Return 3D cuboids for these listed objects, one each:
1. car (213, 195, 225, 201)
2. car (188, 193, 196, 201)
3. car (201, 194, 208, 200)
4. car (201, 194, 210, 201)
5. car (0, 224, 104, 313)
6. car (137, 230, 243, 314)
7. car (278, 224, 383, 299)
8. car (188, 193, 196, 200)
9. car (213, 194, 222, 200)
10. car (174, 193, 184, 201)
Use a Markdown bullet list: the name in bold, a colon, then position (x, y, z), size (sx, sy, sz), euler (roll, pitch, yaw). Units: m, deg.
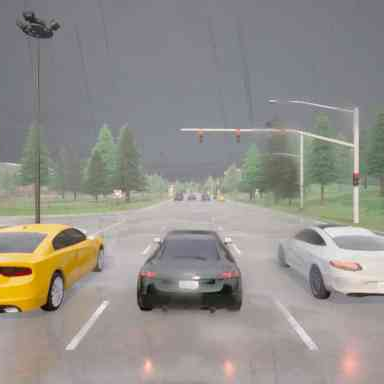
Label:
- **car**: position (7.005, 1.469, 81.691), size (1.882, 1.535, 5.008), euler (0, 0, 0)
- **car**: position (0.005, 1.347, 82.078), size (2.097, 1.767, 4.553), euler (0, 0, 0)
- **car**: position (3.506, 1.332, 92.111), size (1.837, 1.490, 4.892), euler (0, 0, 0)
- **car**: position (3.505, 1.544, 82.108), size (1.994, 1.385, 4.181), euler (0, 0, 0)
- **car**: position (-3.487, 1.478, 7.761), size (1.882, 1.535, 5.008), euler (0, 0, 0)
- **car**: position (0.002, 1.564, 7.732), size (1.994, 1.385, 4.181), euler (0, 0, 2)
- **car**: position (3.519, 1.526, 8.305), size (1.812, 1.442, 4.674), euler (0, 0, 1)
- **car**: position (0.006, 1.187, 92.081), size (2.097, 1.767, 4.553), euler (0, 0, 0)
- **car**: position (7.006, 1.384, 92.111), size (1.994, 1.385, 4.181), euler (0, 0, 0)
- **car**: position (-3.495, 1.587, 82.138), size (1.895, 1.301, 4.718), euler (0, 0, 0)
